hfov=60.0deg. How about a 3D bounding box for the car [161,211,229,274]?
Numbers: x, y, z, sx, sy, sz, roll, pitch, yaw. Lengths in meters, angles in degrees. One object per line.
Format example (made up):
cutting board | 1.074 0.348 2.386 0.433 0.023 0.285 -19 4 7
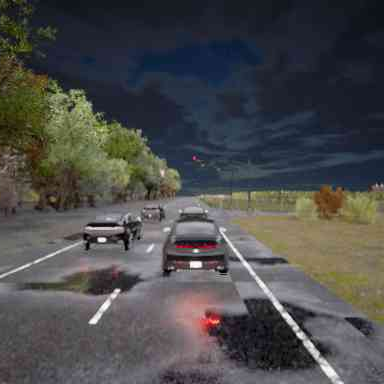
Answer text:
car | 0.098 1.602 10.865 1.837 1.490 4.892 0 0 0

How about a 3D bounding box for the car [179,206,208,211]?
car | 0.101 1.680 23.101 1.882 1.535 5.008 0 0 0

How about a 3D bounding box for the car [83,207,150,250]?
car | -3.402 1.622 14.998 2.128 1.511 4.902 0 -1 0

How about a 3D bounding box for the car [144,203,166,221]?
car | -3.403 1.751 29.707 2.128 1.511 4.902 0 -1 0
